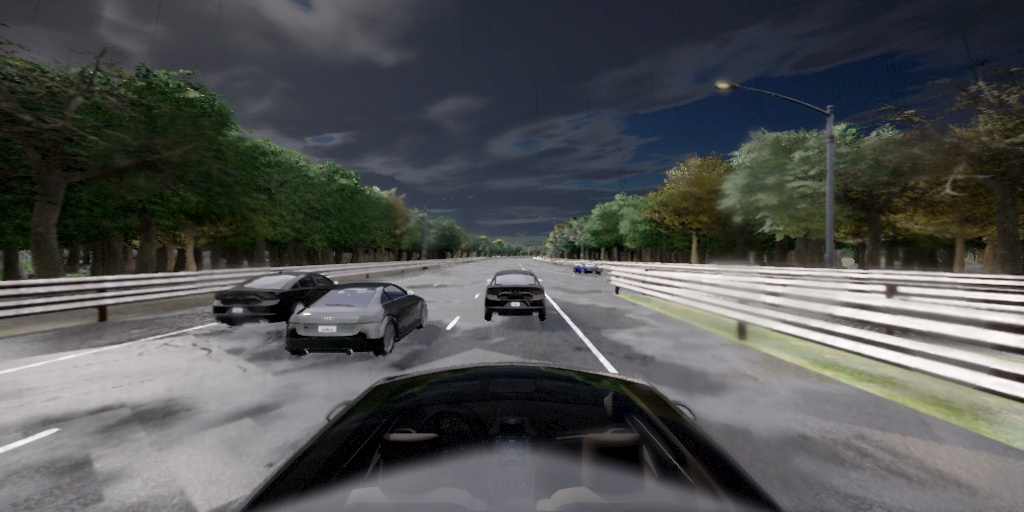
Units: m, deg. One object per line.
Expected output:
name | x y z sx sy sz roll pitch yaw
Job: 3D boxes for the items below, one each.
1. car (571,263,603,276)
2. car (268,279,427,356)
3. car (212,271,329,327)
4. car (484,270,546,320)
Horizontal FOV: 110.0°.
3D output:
car | 8.002 1.396 38.743 1.895 1.301 4.718 0 0 -10
car | -3.399 1.314 8.612 1.994 1.385 4.181 0 0 0
car | -6.900 1.228 11.507 1.882 1.535 5.008 0 0 0
car | 0.101 1.228 12.721 1.882 1.535 5.008 0 0 0
